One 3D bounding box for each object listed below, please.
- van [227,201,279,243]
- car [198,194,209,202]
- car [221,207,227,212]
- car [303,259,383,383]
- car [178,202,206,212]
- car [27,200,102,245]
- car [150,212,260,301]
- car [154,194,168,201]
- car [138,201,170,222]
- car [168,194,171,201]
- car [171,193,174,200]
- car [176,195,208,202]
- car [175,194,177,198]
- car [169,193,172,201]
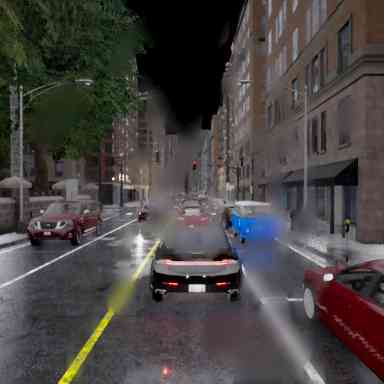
[{"bbox_3d":[2.836,1.336,15.629,1.690,1.788,3.998,0,0,0],"label":"van"},{"bbox_3d":[2.762,1.386,75.666,1.967,1.590,4.097,0,0,0],"label":"car"},{"bbox_3d":[2.830,1.557,21.289,1.947,1.339,4.313,0,0,0],"label":"car"},{"bbox_3d":[2.850,1.544,4.308,1.887,1.381,4.507,0,0,0],"label":"car"},{"bbox_3d":[0.080,1.519,18.577,1.812,1.442,4.674,0,0,0],"label":"car"},{"bbox_3d":[-5.689,1.310,15.578,2.192,1.841,5.009,0,0,0],"label":"car"},{"bbox_3d":[0.090,1.490,8.315,2.128,1.511,4.902,0,0,0],"label":"car"},{"bbox_3d":[-5.742,1.480,59.097,1.752,1.417,4.829,0,0,0],"label":"car"},{"bbox_3d":[-3.032,1.619,26.050,1.895,1.301,4.718,0,0,0],"label":"car"},{"bbox_3d":[-5.749,1.502,64.717,2.008,1.369,4.403,0,0,0],"label":"car"},{"bbox_3d":[-5.763,1.491,75.619,1.887,1.381,4.507,0,0,0],"label":"car"},{"bbox_3d":[0.014,1.338,27.534,2.097,1.767,4.553,0,0,2],"label":"car"},{"bbox_3d":[-5.776,1.496,86.521,2.008,1.369,4.403,0,0,0],"label":"car"},{"bbox_3d":[-5.756,1.493,70.169,1.887,1.381,4.507,0,0,0],"label":"car"}]
